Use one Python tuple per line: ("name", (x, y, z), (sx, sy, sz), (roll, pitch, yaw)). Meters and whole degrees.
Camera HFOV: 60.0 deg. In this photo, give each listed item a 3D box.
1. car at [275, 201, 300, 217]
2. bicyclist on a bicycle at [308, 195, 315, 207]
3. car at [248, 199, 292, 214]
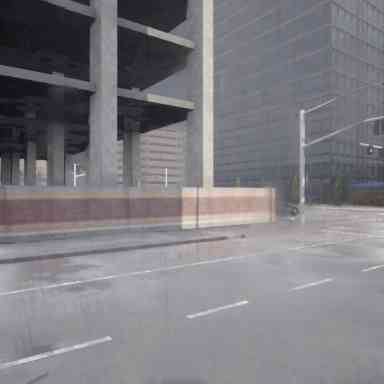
("car", (8.133, 1.564, 31.533), (1.994, 1.385, 4.181), (0, 0, -36))
("bicyclist on a bicycle", (16.610, 1.301, 46.220), (1.656, 1.620, 0.582), (0, 0, -36))
("car", (8.542, 1.526, 36.933), (1.812, 1.442, 4.674), (0, 0, -36))
